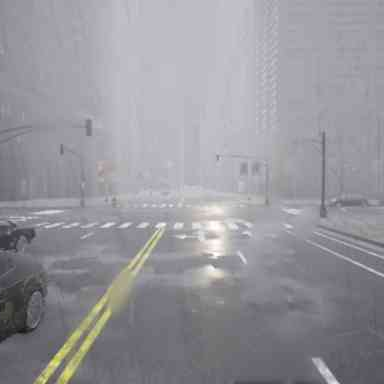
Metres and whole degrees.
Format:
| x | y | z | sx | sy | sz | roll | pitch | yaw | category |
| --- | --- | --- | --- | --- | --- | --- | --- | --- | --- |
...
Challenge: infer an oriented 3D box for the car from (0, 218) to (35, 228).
| x | y | z | sx | sy | sz | roll | pitch | yaw | category |
| --- | --- | --- | --- | --- | --- | --- | --- | --- | --- |
| -6.566 | 1.464 | 9.764 | 1.895 | 1.301 | 4.718 | 0 | 1 | 0 | car |

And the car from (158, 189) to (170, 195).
| x | y | z | sx | sy | sz | roll | pitch | yaw | category |
| --- | --- | --- | --- | --- | --- | --- | --- | --- | --- |
| -6.549 | -0.036 | 82.294 | 1.882 | 1.535 | 5.008 | 0 | 1 | 0 | car |

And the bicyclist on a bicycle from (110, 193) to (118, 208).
| x | y | z | sx | sy | sz | roll | pitch | yaw | category |
| --- | --- | --- | --- | --- | --- | --- | --- | --- | --- |
| -8.570 | 0.923 | 36.672 | 0.866 | 1.612 | 1.509 | 0 | 1 | 2 | bicyclist on a bicycle |

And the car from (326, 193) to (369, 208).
| x | y | z | sx | sy | sz | roll | pitch | yaw | category |
| --- | --- | --- | --- | --- | --- | --- | --- | --- | --- |
| 16.657 | 0.851 | 35.836 | 4.097 | 1.590 | 1.967 | 0 | 2 | 0 | car |

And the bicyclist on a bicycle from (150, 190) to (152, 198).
| x | y | z | sx | sy | sz | roll | pitch | yaw | category |
| --- | --- | --- | --- | --- | --- | --- | --- | --- | --- |
| -8.803 | 0.471 | 71.243 | 0.582 | 1.620 | 1.656 | 0 | 1 | 0 | bicyclist on a bicycle |

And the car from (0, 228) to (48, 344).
| x | y | z | sx | sy | sz | roll | pitch | yaw | category |
| --- | --- | --- | --- | --- | --- | --- | --- | --- | --- |
| -3.340 | 1.470 | 3.892 | 1.812 | 1.442 | 4.674 | 0 | 1 | 0 | car |
